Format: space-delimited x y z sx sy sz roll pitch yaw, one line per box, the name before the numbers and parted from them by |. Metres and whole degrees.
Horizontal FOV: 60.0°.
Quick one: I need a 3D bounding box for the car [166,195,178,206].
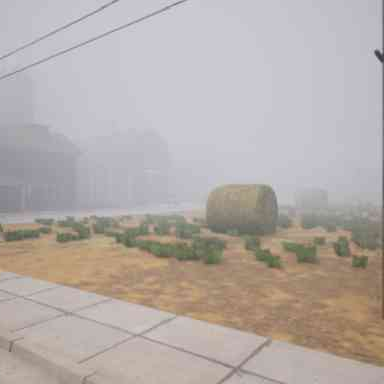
car | -3.590 1.524 60.677 1.905 1.878 3.866 5 1 -8
